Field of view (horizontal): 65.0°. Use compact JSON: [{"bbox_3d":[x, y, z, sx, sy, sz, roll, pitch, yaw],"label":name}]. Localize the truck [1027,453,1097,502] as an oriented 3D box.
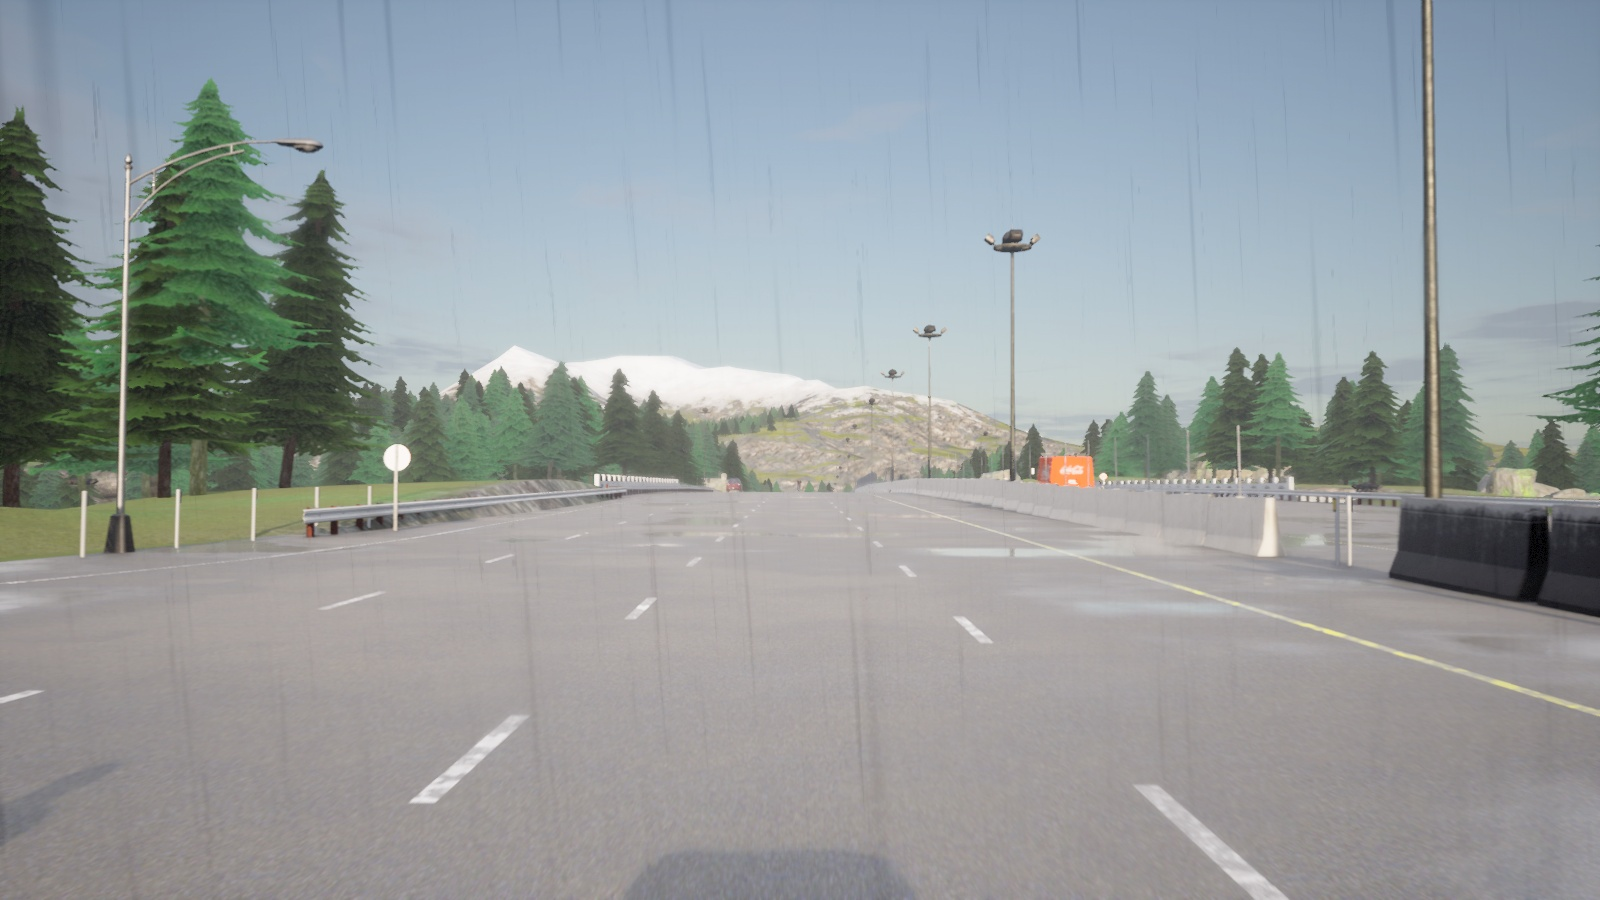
[{"bbox_3d":[13.883,1.461,66.842,2.627,2.467,5.204,0,-1,0],"label":"truck"}]
